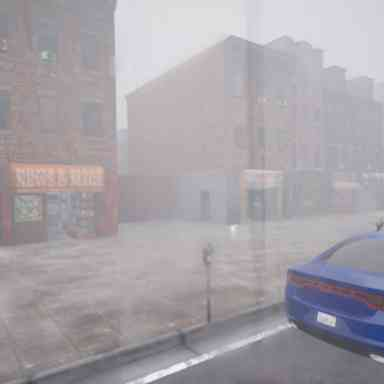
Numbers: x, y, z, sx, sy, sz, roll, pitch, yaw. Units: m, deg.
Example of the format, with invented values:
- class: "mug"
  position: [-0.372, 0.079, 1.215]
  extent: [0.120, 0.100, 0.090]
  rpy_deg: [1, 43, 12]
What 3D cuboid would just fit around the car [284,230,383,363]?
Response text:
- class: "car"
  position: [3.682, 1.381, 5.538]
  extent: [5.008, 1.535, 1.882]
  rpy_deg: [-1, 1, -35]
